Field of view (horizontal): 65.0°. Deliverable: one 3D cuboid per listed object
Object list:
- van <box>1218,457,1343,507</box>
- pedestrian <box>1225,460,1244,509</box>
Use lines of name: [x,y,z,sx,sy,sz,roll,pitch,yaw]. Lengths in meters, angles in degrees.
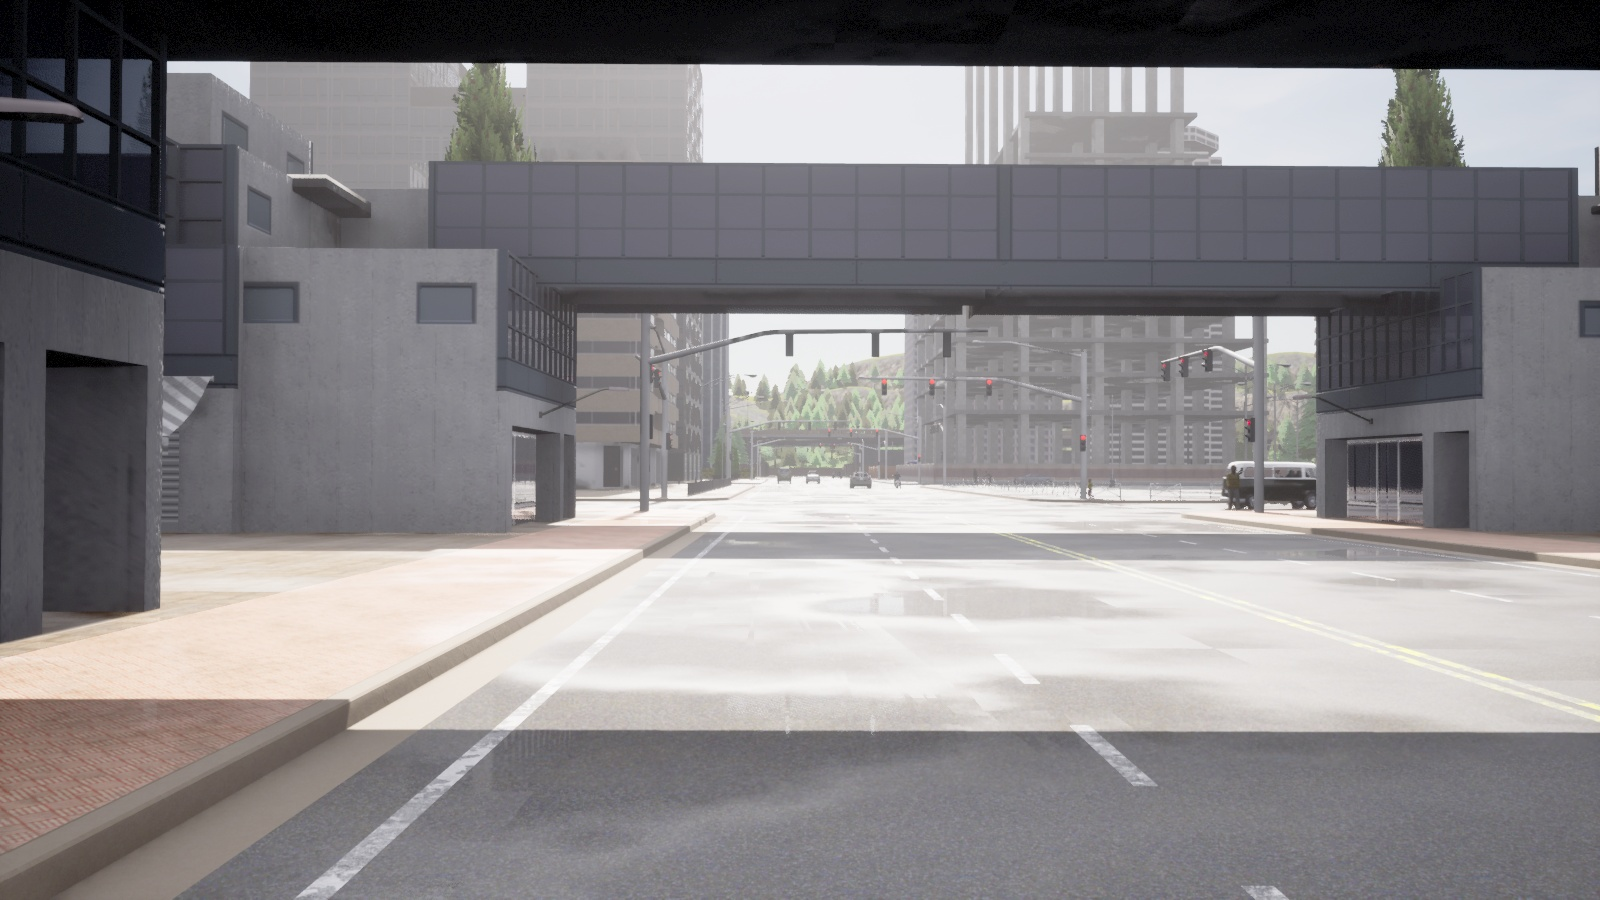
van: [20.290,1.344,53.174,4.480,2.038,2.069,0,-1,0]
pedestrian: [16.406,1.293,47.423,0.431,1.840,0.709,0,-1,0]
